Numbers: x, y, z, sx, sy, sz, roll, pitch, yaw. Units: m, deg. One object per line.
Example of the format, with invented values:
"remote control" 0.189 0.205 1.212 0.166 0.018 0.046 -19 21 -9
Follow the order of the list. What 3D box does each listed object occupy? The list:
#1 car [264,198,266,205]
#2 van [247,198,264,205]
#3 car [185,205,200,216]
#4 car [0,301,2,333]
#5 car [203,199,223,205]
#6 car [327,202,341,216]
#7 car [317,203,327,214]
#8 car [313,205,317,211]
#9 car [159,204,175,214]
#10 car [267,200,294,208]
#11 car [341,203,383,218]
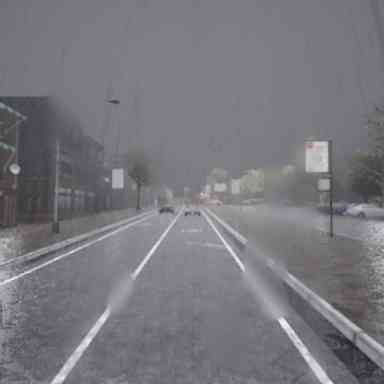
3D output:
"car" 18.631 2.558 72.119 4.674 1.452 2.002 0 -1 0
"van" 18.362 2.744 92.915 4.442 1.987 1.878 0 -2 0
"car" 0.069 2.214 41.491 1.895 1.301 4.718 0 -1 0
"car" -3.352 1.517 2.278 2.128 1.511 4.902 0 -1 0
"car" 6.021 2.982 93.447 5.366 1.575 1.946 0 -2 0
"car" 18.680 2.011 38.068 5.008 1.535 2.097 0 -1 0
"car" 18.669 2.061 41.341 4.892 1.521 2.231 0 -1 0
"car" 18.671 2.148 44.616 4.674 1.452 2.002 0 -1 0
"car" -3.375 2.263 44.708 1.895 1.301 4.718 0 -1 0
"car" 18.704 2.344 68.952 4.553 1.767 2.185 0 -1 0
"car" 18.672 2.005 34.919 4.674 1.452 2.002 0 -1 0
